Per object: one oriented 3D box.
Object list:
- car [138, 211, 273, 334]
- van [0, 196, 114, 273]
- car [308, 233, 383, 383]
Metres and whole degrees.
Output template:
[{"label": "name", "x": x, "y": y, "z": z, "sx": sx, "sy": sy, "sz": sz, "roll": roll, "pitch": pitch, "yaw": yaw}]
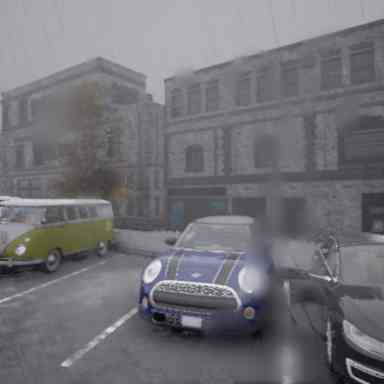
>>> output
[{"label": "car", "x": 0.604, "y": 1.339, "z": 7.060, "sx": 2.185, "sy": 1.767, "sz": 4.553, "roll": 1, "pitch": 0, "yaw": 16}, {"label": "van", "x": -4.211, "y": 1.202, "z": 10.324, "sx": 1.878, "sy": 1.987, "sz": 4.442, "roll": 1, "pitch": 0, "yaw": 15}, {"label": "car", "x": 2.982, "y": 1.484, "z": 5.332, "sx": 2.231, "sy": 1.521, "sz": 4.892, "roll": 1, "pitch": 0, "yaw": 16}]
